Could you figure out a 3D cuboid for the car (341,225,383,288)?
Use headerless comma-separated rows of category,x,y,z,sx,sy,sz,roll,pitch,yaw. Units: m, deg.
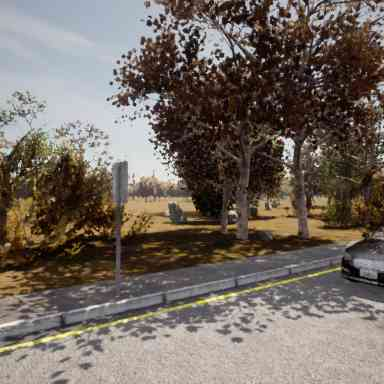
car,5.782,1.493,8.567,4.902,1.511,2.128,0,0,-36
